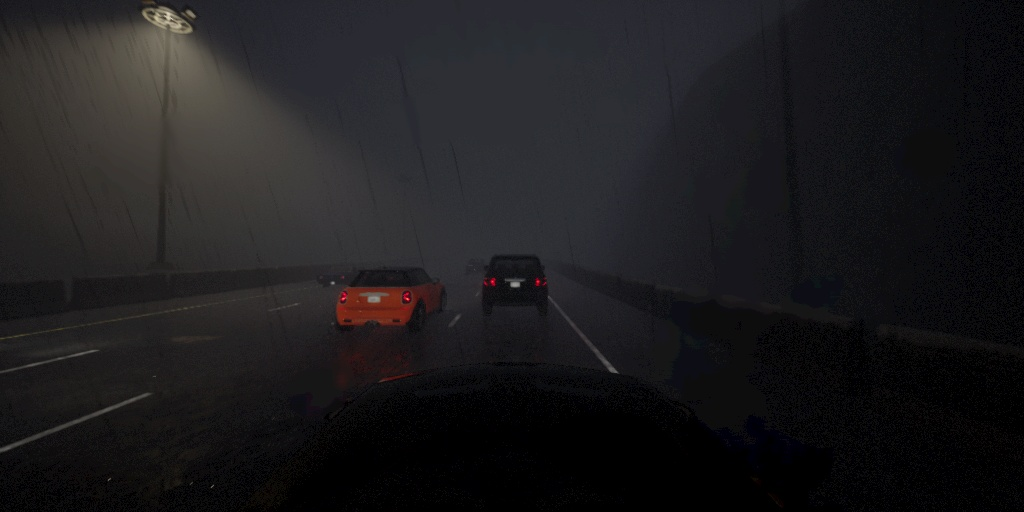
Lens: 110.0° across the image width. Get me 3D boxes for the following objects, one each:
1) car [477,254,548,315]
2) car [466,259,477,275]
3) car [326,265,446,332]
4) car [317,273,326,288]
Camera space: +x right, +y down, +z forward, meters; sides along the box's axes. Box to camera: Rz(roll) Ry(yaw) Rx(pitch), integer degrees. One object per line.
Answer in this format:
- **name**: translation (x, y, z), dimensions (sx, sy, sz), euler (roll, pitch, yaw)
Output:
- **car**: translation (0.100, 0.943, 13.507), dimensions (2.150, 2.045, 5.566), euler (0, 0, 0)
- **car**: translation (-3.399, 1.027, 35.103), dimensions (2.128, 1.511, 4.902), euler (0, 1, 0)
- **car**: translation (-3.399, 1.084, 10.960), dimensions (2.097, 1.767, 4.553), euler (0, 0, 0)
- **car**: translation (-10.400, 1.260, 23.022), dimensions (1.895, 1.301, 4.718), euler (0, 0, 0)
